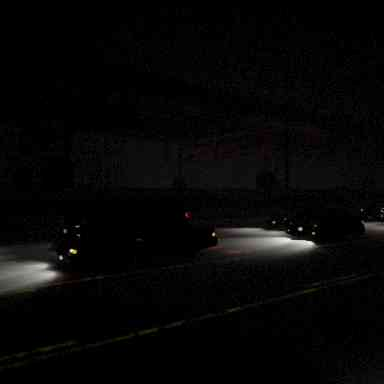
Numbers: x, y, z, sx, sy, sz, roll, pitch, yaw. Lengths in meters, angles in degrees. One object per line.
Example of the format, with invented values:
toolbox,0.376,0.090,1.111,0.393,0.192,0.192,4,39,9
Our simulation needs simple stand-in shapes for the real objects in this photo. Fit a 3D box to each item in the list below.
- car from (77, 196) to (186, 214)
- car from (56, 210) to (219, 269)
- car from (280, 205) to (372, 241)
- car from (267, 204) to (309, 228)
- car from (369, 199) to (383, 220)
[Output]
car,-2.718,1.223,14.732,5.566,2.045,2.150,0,0,-33
car,-1.627,1.546,11.262,5.357,1.411,2.033,0,0,-33
car,6.765,1.559,16.719,4.181,1.385,1.994,0,0,-33
car,6.797,1.522,20.912,4.674,1.442,1.812,0,0,-33
car,15.424,1.347,26.494,4.553,1.767,2.097,0,0,-33
